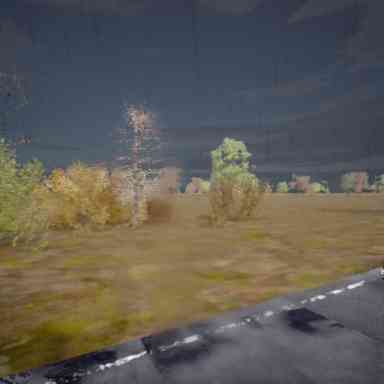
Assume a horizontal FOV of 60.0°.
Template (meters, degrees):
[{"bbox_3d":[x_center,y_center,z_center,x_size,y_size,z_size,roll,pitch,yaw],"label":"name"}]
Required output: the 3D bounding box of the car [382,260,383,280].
[{"bbox_3d":[6.639,1.539,8.470,4.892,1.490,1.837,0,0,-38],"label":"car"}]
